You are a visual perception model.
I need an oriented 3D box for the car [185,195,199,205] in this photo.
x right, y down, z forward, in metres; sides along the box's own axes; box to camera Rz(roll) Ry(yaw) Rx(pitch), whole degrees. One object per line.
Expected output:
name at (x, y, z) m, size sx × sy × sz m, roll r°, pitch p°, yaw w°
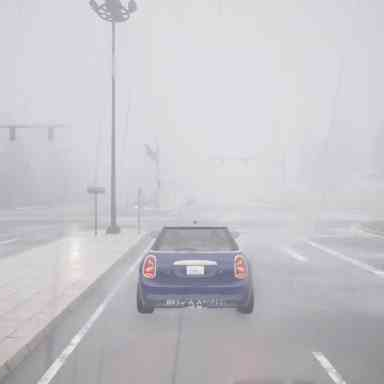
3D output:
car at (-0.157, 1.526, 54.615) m, size 1.812 × 1.442 × 4.674 m, roll 0°, pitch 0°, yaw -1°

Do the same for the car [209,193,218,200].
car at (6.196, 1.225, 95.378) m, size 2.150 × 2.045 × 5.566 m, roll 0°, pitch 0°, yaw -1°

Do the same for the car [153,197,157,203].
car at (-8.364, 1.547, 65.589) m, size 2.033 × 1.411 × 5.357 m, roll 0°, pitch 0°, yaw 0°

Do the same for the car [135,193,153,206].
car at (-8.266, 1.352, 55.975) m, size 2.097 × 1.767 × 4.553 m, roll 0°, pitch 0°, yaw -1°

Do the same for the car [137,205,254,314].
car at (0.071, 1.352, 7.796) m, size 2.097 × 1.767 × 4.553 m, roll 0°, pitch 0°, yaw 0°
